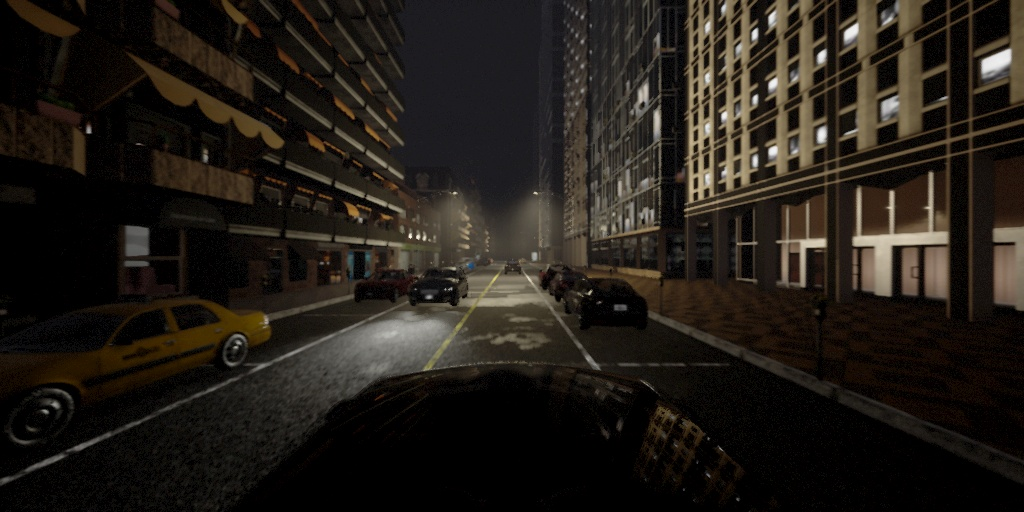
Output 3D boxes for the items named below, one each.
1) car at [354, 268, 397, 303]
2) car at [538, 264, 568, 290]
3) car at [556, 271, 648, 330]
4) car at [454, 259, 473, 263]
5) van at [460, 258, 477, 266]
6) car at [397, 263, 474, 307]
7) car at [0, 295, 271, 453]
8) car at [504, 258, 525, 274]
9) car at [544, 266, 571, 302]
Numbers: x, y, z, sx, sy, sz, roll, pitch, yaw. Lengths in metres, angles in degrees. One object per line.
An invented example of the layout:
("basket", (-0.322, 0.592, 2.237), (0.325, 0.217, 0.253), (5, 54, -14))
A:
("car", (-5.697, 1.290, 16.612), (1.888, 1.381, 4.507), (0, 0, 0))
("car", (2.681, 1.184, 22.263), (1.967, 1.591, 4.097), (0, 0, 0))
("car", (2.686, 1.313, 10.966), (1.948, 1.339, 4.313), (0, 0, 0))
("car", (-5.706, 1.307, 39.206), (1.948, 1.339, 4.313), (0, 0, 0))
("van", (-5.708, 1.082, 44.855), (1.690, 1.789, 3.998), (0, 0, 0))
("car", (-3.016, 1.238, 15.539), (2.128, 1.511, 4.902), (0, 0, 0))
("car", (-5.693, 1.274, 5.144), (1.751, 1.417, 4.829), (0, 0, 0))
("car", (0.084, 1.231, 40.216), (2.128, 1.511, 4.902), (0, 0, 0))
("car", (2.683, 1.327, 16.615), (1.802, 1.307, 4.207), (0, 0, 0))
